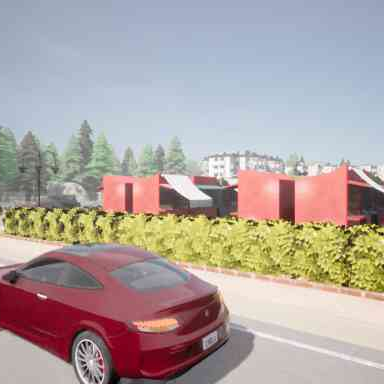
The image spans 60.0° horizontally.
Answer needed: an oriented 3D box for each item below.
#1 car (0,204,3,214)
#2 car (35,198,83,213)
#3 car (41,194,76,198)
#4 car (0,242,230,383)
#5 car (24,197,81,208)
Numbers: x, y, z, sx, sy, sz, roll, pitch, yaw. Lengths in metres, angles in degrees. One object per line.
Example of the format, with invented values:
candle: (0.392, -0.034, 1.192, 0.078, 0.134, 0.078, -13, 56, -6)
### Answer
car: (-20.748, 1.407, 31.727, 2.097, 1.767, 4.553, 0, 0, 36)
car: (-15.478, 1.533, 38.927, 1.882, 1.535, 5.008, 0, 0, 36)
car: (-14.477, 1.277, 34.375, 2.150, 2.045, 5.566, 0, 0, 36)
car: (-1.649, 1.526, 5.171, 4.674, 1.442, 1.812, 0, 0, 36)
car: (-12.918, 1.533, 30.235, 1.882, 1.535, 5.008, 0, 0, 36)
